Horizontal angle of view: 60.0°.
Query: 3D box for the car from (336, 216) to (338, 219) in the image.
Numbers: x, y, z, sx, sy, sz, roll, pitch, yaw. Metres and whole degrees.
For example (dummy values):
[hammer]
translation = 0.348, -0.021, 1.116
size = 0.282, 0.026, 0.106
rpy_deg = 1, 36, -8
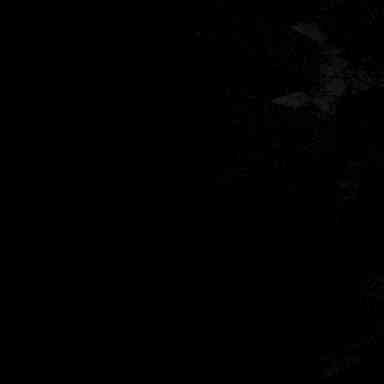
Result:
[car]
translation = 31.636, 5.143, 70.183
size = 1.895, 1.301, 4.718
rpy_deg = 1, -2, 29
